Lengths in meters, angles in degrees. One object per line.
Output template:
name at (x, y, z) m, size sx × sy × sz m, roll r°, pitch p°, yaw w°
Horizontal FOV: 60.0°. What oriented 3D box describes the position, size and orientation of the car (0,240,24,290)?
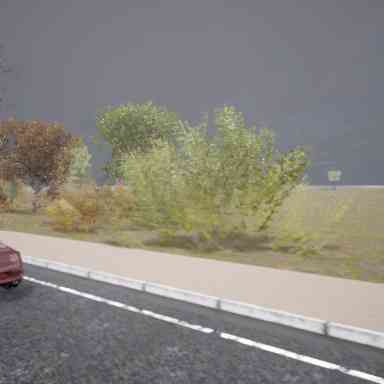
car at (-5.731, 1.505, 7.746) m, size 4.674 × 1.442 × 1.812 m, roll 0°, pitch 0°, yaw 36°
